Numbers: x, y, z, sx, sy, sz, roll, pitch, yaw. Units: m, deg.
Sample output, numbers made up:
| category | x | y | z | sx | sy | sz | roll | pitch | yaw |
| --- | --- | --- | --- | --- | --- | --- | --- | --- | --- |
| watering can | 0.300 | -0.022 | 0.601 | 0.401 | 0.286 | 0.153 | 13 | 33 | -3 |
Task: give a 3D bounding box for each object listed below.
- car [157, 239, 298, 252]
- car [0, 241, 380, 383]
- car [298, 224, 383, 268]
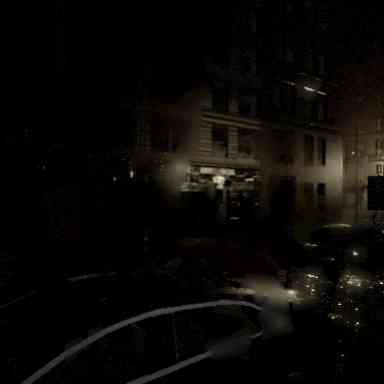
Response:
| category | x | y | z | sx | sy | sz | roll | pitch | yaw |
| --- | --- | --- | --- | --- | --- | --- | --- | --- | --- |
| car | -0.076 | 1.614 | 6.476 | 4.206 | 1.307 | 1.802 | 1 | 0 | -36 |
| car | -0.799 | 1.500 | 2.684 | 4.902 | 1.511 | 2.128 | 1 | 0 | -36 |
| car | 4.421 | 1.643 | 9.685 | 4.313 | 1.339 | 1.947 | 1 | 0 | -36 |
